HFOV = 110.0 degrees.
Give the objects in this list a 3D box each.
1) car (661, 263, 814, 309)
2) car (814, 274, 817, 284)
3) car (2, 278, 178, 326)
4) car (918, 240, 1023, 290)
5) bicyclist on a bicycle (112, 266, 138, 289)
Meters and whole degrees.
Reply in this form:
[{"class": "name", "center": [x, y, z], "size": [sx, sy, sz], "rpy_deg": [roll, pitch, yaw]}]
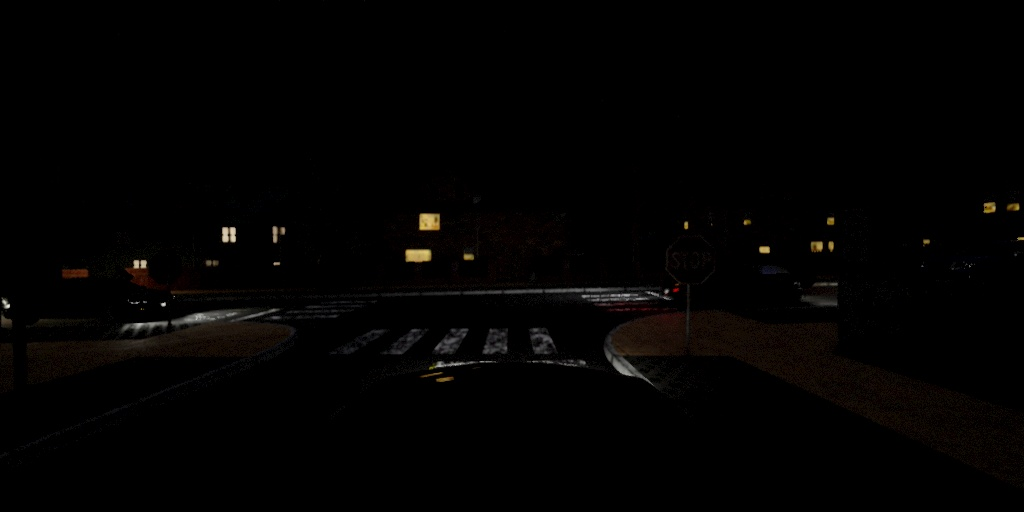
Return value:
[{"class": "car", "center": [7.844, 1.015, 13.002], "size": [4.674, 1.442, 1.812], "rpy_deg": [-1, 0, -4]}, {"class": "car", "center": [10.348, 0.978, 15.794], "size": [4.718, 1.301, 1.895], "rpy_deg": [-1, 1, 0]}, {"class": "car", "center": [-14.816, 1.534, 12.736], "size": [4.892, 1.490, 1.837], "rpy_deg": [-1, 1, 0]}, {"class": "car", "center": [21.576, 0.336, 15.835], "size": [5.566, 2.045, 2.150], "rpy_deg": [-1, 1, 0]}, {"class": "bicyclist on a bicycle", "center": [-20.214, 1.345, 18.556], "size": [0.582, 1.620, 1.656], "rpy_deg": [-1, 1, 0]}]
